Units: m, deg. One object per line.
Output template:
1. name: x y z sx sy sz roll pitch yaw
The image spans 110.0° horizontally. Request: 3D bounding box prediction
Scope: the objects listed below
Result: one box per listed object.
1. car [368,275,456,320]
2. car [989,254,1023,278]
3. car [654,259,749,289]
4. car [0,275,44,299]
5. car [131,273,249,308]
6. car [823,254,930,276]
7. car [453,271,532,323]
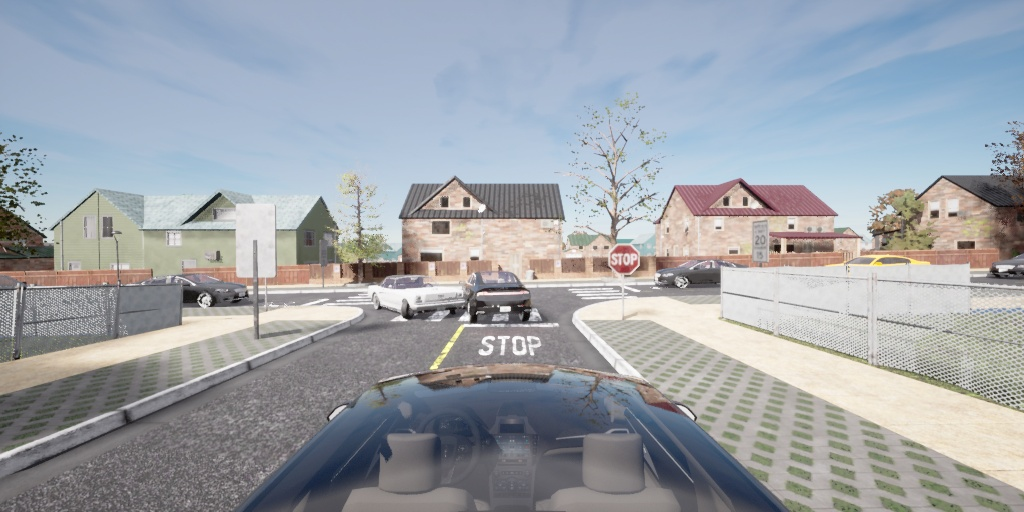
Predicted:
1. car: -3.603 1.368 13.036 1.895 1.301 4.718 0 0 -38
2. car: 29.383 0.478 19.662 4.902 1.511 2.128 -1 1 0
3. car: 10.328 0.926 19.587 4.902 1.511 2.128 -1 1 0
4. car: -24.241 1.648 16.489 4.553 1.767 2.097 -1 1 0
5. car: -14.904 1.567 16.531 4.902 1.511 2.128 -1 1 0
6. car: 19.759 0.690 19.624 5.008 1.535 1.882 -1 1 -1
7. car: -0.687 1.243 12.177 2.128 1.511 4.902 0 0 -12
